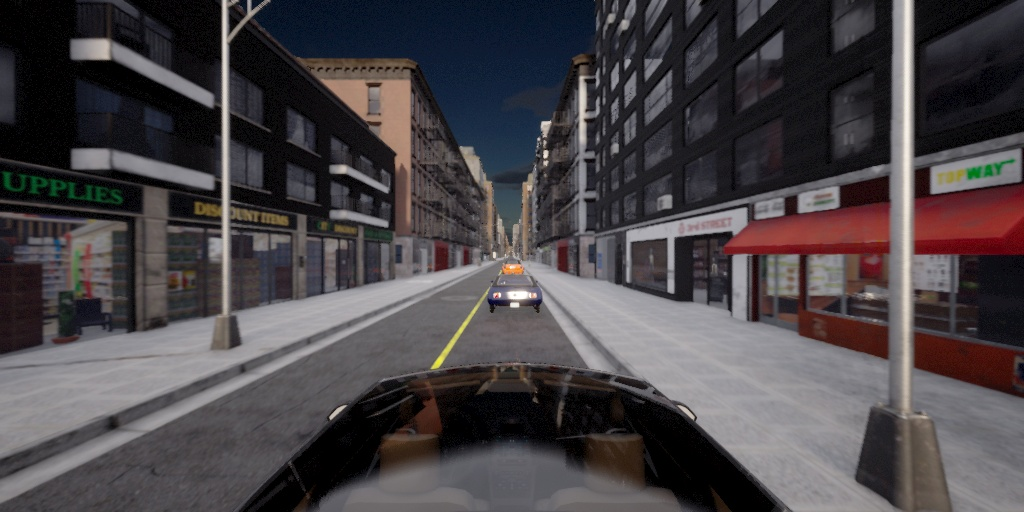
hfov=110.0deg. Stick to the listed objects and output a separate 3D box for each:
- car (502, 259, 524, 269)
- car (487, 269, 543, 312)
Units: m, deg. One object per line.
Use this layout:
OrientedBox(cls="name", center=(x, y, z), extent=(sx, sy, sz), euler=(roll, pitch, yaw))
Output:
OrientedBox(cls="car", center=(0.101, 1.111, 36.250), extent=(2.097, 1.767, 4.553), euler=(0, 0, 0))
OrientedBox(cls="car", center=(0.100, 1.354, 14.229), extent=(1.895, 1.301, 4.718), euler=(0, 0, 0))
